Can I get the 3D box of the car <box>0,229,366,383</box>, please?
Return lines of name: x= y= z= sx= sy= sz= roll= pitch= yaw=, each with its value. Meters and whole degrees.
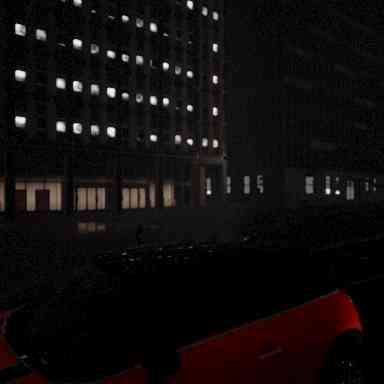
car: x=-0.405 y=1.339 z=3.096 sx=4.553 sy=1.767 sz=2.097 roll=-1 pitch=0 yaw=-36
